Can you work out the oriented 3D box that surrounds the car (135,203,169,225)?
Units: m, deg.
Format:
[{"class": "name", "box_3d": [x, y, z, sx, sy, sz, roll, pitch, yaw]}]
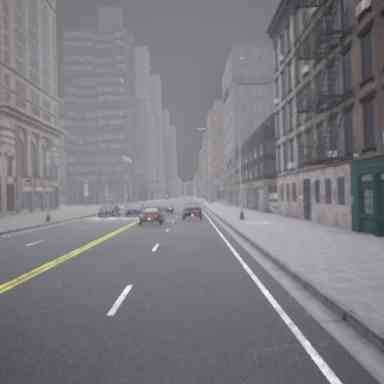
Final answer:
[{"class": "car", "box_3d": [-3.254, 1.890, 27.616, 1.812, 1.442, 4.674, -1, 0, 0]}]

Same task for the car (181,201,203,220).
[{"class": "car", "box_3d": [0.030, 1.830, 32.087, 1.837, 1.490, 4.892, -1, 0, 0]}]

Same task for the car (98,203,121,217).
[{"class": "car", "box_3d": [-9.860, 2.165, 39.877, 1.837, 1.490, 4.892, -1, -1, 0]}]

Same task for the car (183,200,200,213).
[{"class": "car", "box_3d": [-0.024, 1.942, 44.578, 2.128, 1.511, 4.902, -1, 0, 0]}]

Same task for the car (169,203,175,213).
[{"class": "car", "box_3d": [-3.295, 2.125, 43.670, 1.895, 1.301, 4.718, -1, -1, 0]}]

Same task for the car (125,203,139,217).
[{"class": "car", "box_3d": [-6.614, 2.047, 39.522, 1.882, 1.535, 5.008, -1, -1, 0]}]
